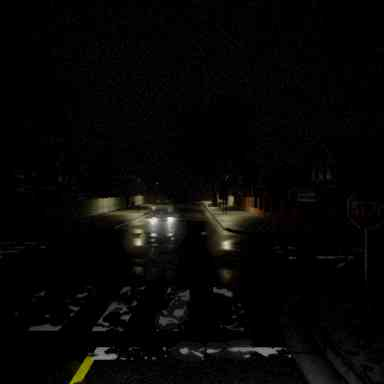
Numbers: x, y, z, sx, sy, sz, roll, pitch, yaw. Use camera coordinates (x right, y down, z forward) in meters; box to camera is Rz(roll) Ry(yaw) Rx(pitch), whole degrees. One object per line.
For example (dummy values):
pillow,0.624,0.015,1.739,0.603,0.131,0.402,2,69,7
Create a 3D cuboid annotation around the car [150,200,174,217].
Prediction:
car,-2.717,1.535,31.288,1.812,1.442,4.674,0,0,0
